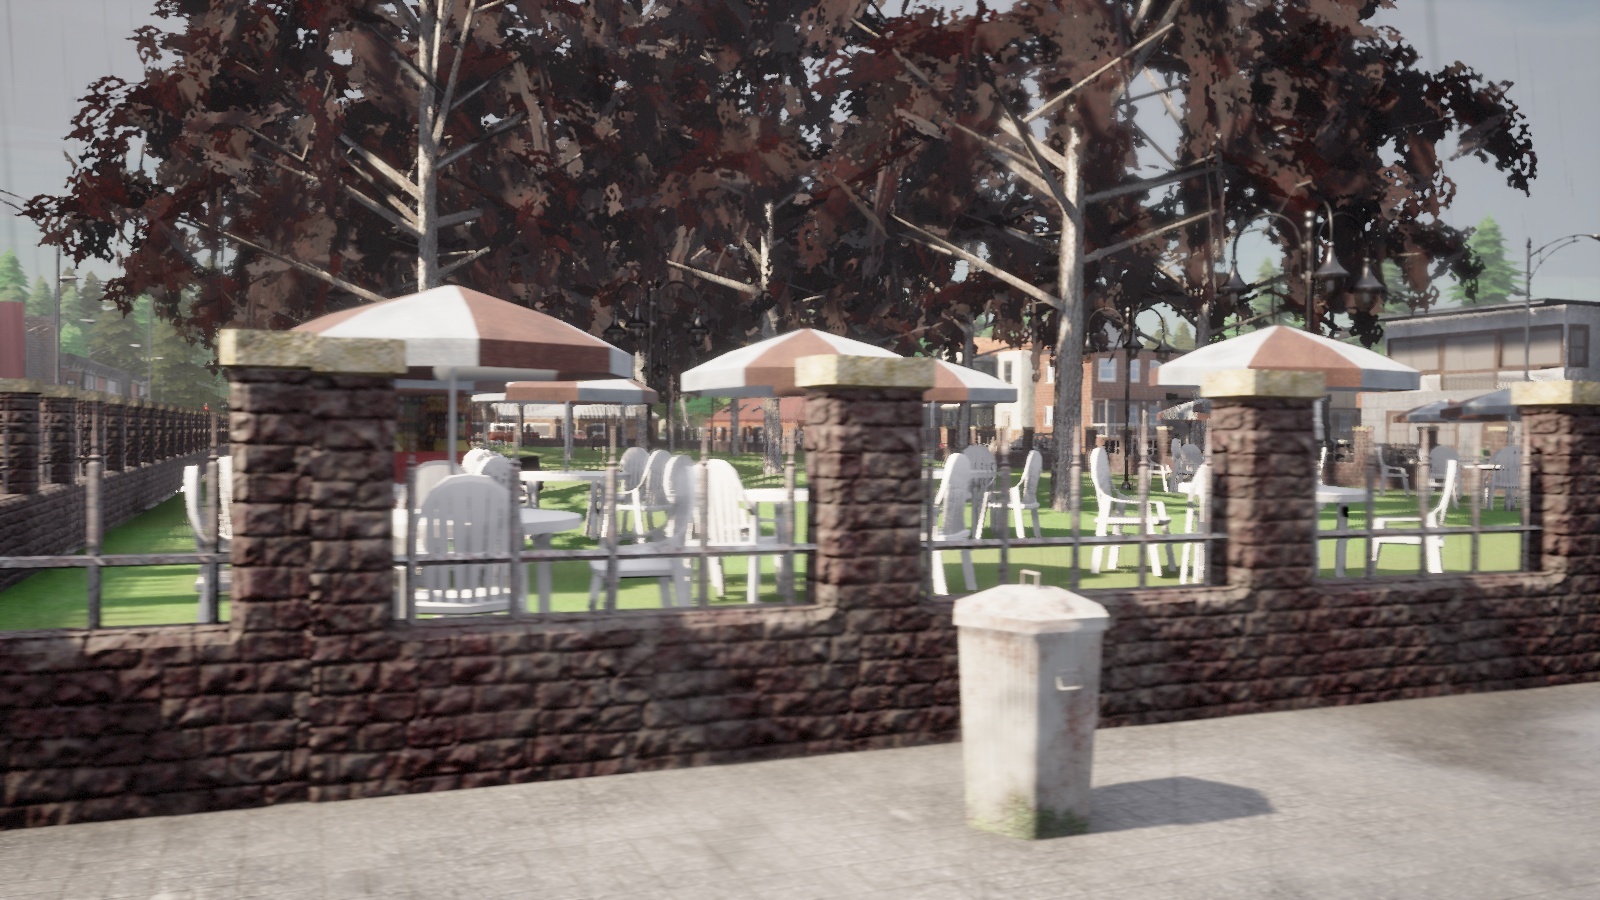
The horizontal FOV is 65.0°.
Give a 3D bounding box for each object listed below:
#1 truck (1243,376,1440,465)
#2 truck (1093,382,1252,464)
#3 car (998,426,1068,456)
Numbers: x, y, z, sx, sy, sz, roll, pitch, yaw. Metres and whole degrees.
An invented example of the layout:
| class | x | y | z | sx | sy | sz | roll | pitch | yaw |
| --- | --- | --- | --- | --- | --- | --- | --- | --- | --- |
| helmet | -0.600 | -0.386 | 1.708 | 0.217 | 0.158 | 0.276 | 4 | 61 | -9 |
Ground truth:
| class | x | y | z | sx | sy | sz | roll | pitch | yaw |
| --- | --- | --- | --- | --- | --- | --- | --- | --- | --- |
| truck | 22.706 | -1.199 | 53.233 | 2.891 | 3.462 | 7.936 | -1 | 1 | -21 |
| truck | 16.784 | -1.190 | 57.259 | 2.891 | 3.462 | 7.936 | -1 | 1 | -18 |
| car | 13.619 | -0.558 | 73.269 | 2.242 | 1.667 | 4.611 | 0 | 1 | 36 |
